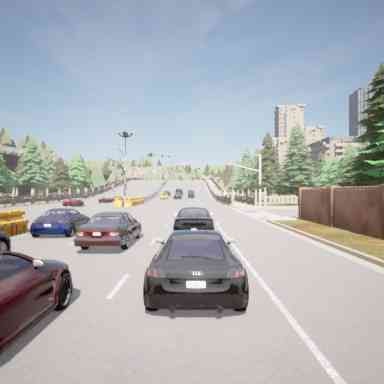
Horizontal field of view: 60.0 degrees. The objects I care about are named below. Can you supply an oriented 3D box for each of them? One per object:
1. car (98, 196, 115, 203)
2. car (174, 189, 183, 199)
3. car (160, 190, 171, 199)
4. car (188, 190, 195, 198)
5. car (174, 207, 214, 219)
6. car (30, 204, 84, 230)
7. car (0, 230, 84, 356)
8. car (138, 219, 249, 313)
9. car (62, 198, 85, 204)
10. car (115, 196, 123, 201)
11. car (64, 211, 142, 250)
[{"bbox_3d":[-17.575,1.601,67.362,1.895,1.301,4.718,0,0,0],"label":"car"},{"bbox_3d":[-3.697,0.903,86.888,2.097,1.767,4.553,0,3,0],"label":"car"},{"bbox_3d":[-7.198,1.024,86.902,1.882,1.535,5.008,0,3,0],"label":"car"},{"bbox_3d":[-0.218,0.839,90.060,1.837,1.490,4.892,0,4,0],"label":"car"},{"bbox_3d":[0.084,1.478,16.730,1.882,1.535,5.008,0,0,0],"label":"car"},{"bbox_3d":[-6.919,1.564,17.931,1.994,1.385,4.181,0,0,0],"label":"car"},{"bbox_3d":[-3.410,1.564,5.131,1.994,1.385,4.181,0,0,0],"label":"car"},{"bbox_3d":[0.088,1.564,7.740,1.994,1.385,4.181,0,0,1],"label":"car"},{"bbox_3d":[-17.647,1.601,49.611,1.895,1.301,4.718,0,0,0],"label":"car"},{"bbox_3d":[-17.639,1.507,77.934,1.895,1.301,4.718,0,1,0],"label":"car"},{"bbox_3d":[-3.409,1.547,14.371,2.033,1.411,5.357,0,0,0],"label":"car"}]
